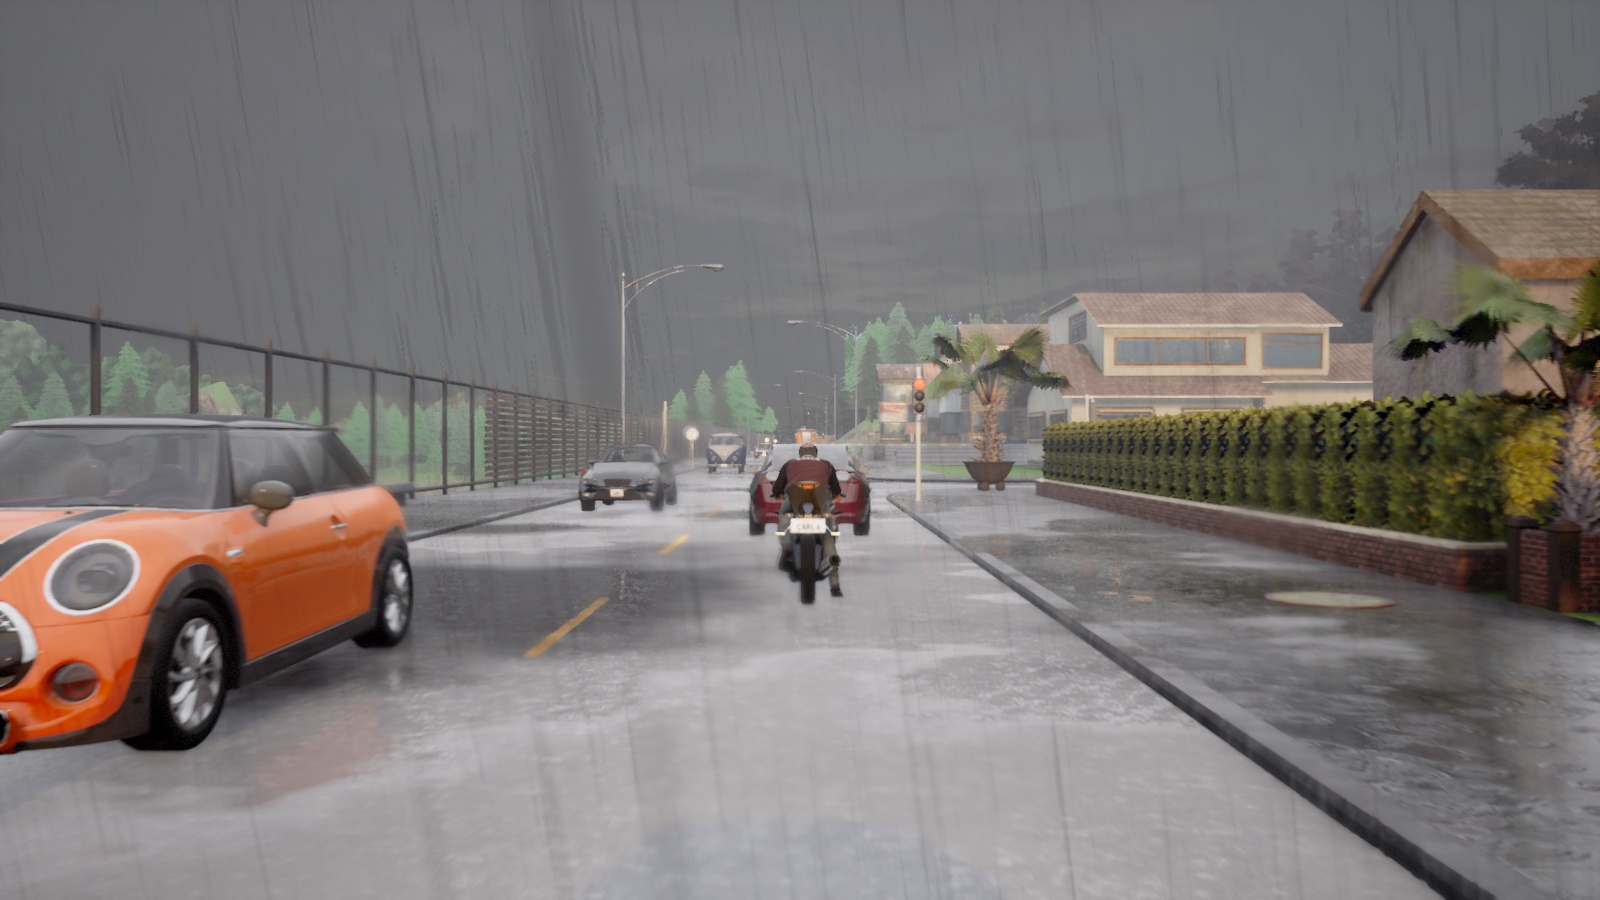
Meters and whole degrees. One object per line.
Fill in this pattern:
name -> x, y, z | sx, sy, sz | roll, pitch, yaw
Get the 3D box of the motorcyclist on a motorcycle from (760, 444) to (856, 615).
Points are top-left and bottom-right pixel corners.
motorcyclist on a motorcycle -> 0.080, 0.712, 12.413 | 0.866, 1.530, 2.191 | 0, 0, 0

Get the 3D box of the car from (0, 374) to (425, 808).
car -> -3.946, 0.560, 7.386 | 2.097, 1.767, 4.553 | 0, 0, 0

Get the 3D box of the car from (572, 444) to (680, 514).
car -> -3.845, 0.597, 28.418 | 1.816, 1.474, 4.193 | 0, 0, 1

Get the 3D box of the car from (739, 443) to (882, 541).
car -> 0.150, 0.626, 21.432 | 2.163, 1.488, 4.792 | 0, 0, 0

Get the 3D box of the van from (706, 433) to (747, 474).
van -> -3.660, 0.142, 62.867 | 1.775, 1.987, 4.442 | 0, 0, 0
